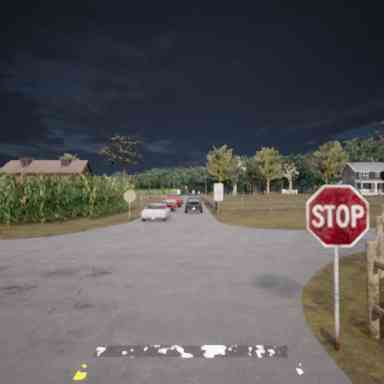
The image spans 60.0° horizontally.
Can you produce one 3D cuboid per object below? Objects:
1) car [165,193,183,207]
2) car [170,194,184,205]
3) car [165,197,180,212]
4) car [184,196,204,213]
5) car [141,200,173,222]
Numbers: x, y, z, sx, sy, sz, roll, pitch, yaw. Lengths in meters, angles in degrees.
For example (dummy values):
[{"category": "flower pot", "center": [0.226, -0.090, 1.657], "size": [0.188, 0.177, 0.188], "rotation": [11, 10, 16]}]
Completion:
[{"category": "car", "center": [-2.687, 1.180, 48.246], "size": [2.150, 2.045, 5.566], "rotation": [0, 0, 0]}, {"category": "car", "center": [-2.594, 1.302, 58.220], "size": [2.097, 1.767, 4.553], "rotation": [0, 0, 1]}, {"category": "car", "center": [-2.735, 1.570, 37.349], "size": [1.895, 1.301, 4.718], "rotation": [0, 0, 0]}, {"category": "car", "center": [0.205, 1.474, 37.117], "size": [1.837, 1.490, 4.892], "rotation": [0, 0, 0]}, {"category": "car", "center": [-2.778, 1.583, 26.048], "size": [1.895, 1.301, 4.718], "rotation": [0, 0, 0]}]
